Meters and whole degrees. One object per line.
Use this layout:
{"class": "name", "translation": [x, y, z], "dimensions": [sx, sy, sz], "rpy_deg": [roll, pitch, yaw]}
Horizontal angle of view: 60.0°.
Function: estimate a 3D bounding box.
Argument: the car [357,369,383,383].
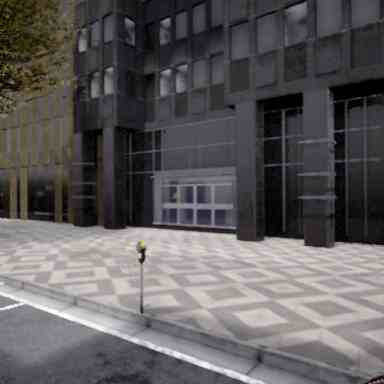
{"class": "car", "translation": [2.564, 1.429, 1.138], "dimensions": [4.097, 1.590, 1.967], "rpy_deg": [0, 0, 35]}
